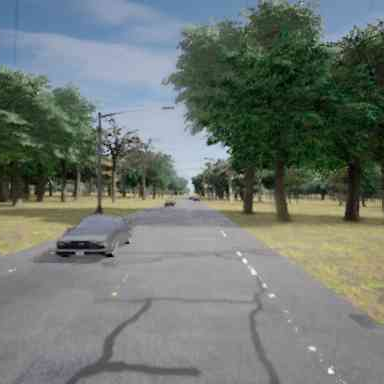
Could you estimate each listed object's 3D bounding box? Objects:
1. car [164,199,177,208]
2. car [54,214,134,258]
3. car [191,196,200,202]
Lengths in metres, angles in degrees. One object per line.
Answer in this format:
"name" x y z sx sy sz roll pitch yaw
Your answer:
"car" -3.554 1.877 54.343 1.895 1.301 4.718 0 0 1
"car" -3.597 1.602 13.327 2.033 1.411 5.357 0 0 0
"car" 1.236 2.037 90.759 1.837 1.490 4.892 0 0 0
